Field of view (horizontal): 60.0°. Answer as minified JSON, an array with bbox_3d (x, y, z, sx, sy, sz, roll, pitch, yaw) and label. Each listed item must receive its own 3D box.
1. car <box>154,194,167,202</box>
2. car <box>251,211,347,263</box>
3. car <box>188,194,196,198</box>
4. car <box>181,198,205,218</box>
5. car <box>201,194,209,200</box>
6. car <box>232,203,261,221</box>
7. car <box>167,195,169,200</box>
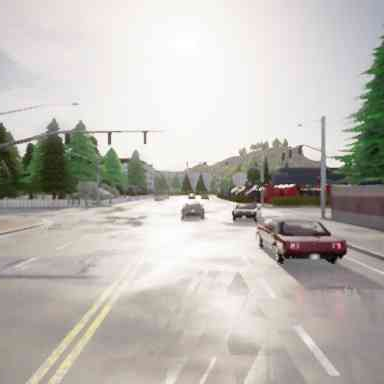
[{"bbox_3d":[-6.997,1.374,70.864,1.837,1.490,4.892,0,0,0],"label":"car"},{"bbox_3d":[3.563,1.580,11.821,1.895,1.301,4.718,0,0,0],"label":"car"},{"bbox_3d":[0.003,1.370,86.645,2.128,1.511,4.902,0,0,0],"label":"car"},{"bbox_3d":[0.077,1.493,28.956,1.994,1.385,4.181,0,0,0],"label":"car"},{"bbox_3d":[3.503,1.439,86.929,1.895,1.301,4.718,0,0,0],"label":"car"},{"bbox_3d":[4.465,1.550,26.556,1.895,1.301,4.718,0,0,16],"label":"car"},{"bbox_3d":[-6.997,1.355,86.600,1.812,1.442,4.674,0,0,0],"label":"car"}]
